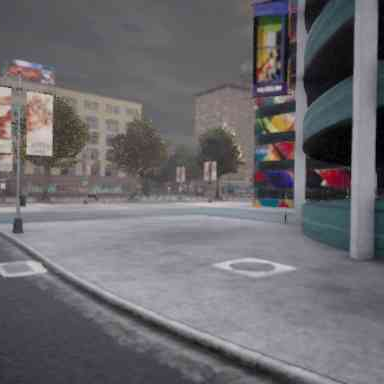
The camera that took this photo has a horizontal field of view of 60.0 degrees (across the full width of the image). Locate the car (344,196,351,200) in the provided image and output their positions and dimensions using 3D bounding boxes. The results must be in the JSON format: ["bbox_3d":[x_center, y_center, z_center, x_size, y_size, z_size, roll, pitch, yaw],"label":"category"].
[{"bbox_3d":[22.923,1.366,51.171,4.786,1.482,2.161,1,1,-38],"label":"car"}]

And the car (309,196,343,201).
[{"bbox_3d":[15.871,1.249,40.400,4.674,1.452,2.002,1,1,-38],"label":"car"}]
